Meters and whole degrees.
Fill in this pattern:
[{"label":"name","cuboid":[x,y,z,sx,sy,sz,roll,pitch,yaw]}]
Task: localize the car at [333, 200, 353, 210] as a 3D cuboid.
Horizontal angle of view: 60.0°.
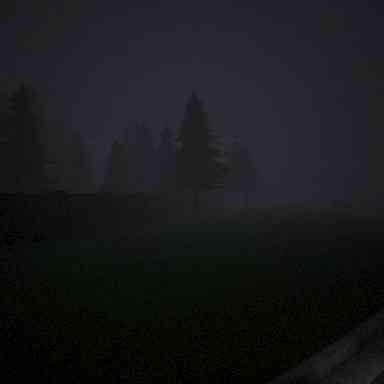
[{"label":"car","cuboid":[22.659,1.937,49.959,1.812,1.442,4.674,-1,-1,9]}]
